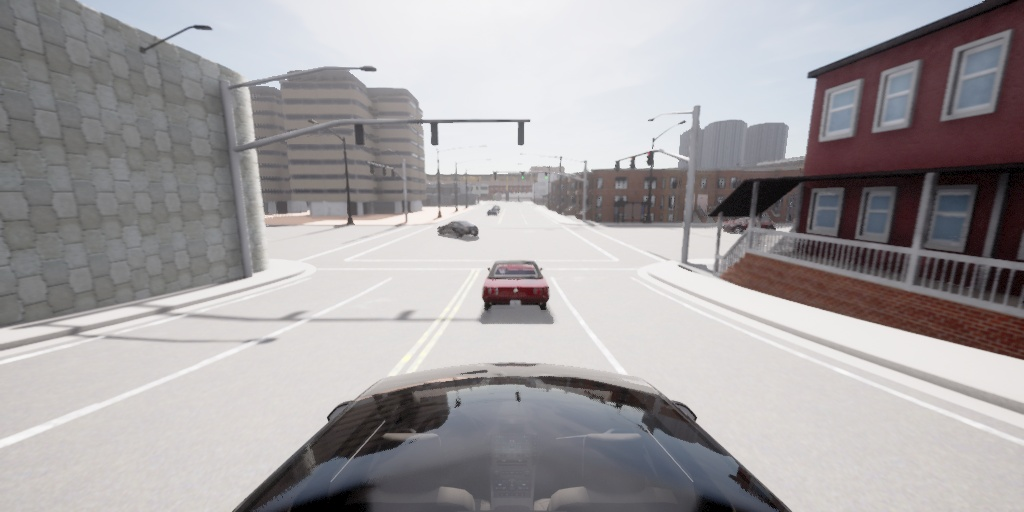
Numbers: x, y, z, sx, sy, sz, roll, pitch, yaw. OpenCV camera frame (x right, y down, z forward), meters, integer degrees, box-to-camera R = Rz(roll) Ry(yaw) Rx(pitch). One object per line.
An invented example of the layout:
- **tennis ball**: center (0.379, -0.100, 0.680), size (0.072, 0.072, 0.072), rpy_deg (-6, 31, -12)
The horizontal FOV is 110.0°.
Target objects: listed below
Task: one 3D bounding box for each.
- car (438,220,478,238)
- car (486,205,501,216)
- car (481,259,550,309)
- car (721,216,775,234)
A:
- **car**: center (-4.872, -2.490, 32.311), size (1.812, 1.442, 4.674), rpy_deg (-8, 12, -41)
- **car**: center (-3.512, -7.858, 64.176), size (1.895, 1.301, 4.718), rpy_deg (0, 10, 0)
- **car**: center (0.101, 0.762, 11.871), size (1.895, 1.301, 4.718), rpy_deg (0, 6, 0)
- **car**: center (22.979, -3.144, 35.112), size (4.553, 1.767, 2.097), rpy_deg (0, 10, 0)
